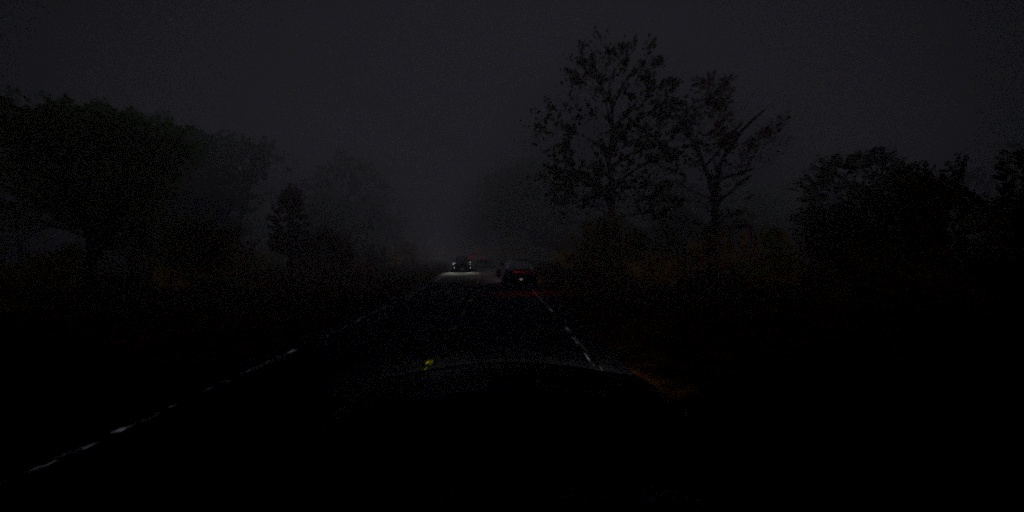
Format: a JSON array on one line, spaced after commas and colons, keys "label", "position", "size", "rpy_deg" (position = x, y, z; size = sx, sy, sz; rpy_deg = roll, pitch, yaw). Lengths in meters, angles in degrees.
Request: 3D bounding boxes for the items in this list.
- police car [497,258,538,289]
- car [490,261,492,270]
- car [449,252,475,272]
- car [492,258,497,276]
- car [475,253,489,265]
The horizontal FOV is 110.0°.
[{"label": "police car", "position": [0.323, 0.962, 21.087], "size": [1.930, 1.638, 5.238], "rpy_deg": [0, 1, -4]}, {"label": "car", "position": [-1.095, 0.897, 37.039], "size": [1.812, 1.442, 4.674], "rpy_deg": [0, 1, -7]}, {"label": "car", "position": [-5.308, 0.736, 38.331], "size": [2.097, 1.767, 4.553], "rpy_deg": [0, 1, -7]}, {"label": "car", "position": [-0.461, 0.959, 31.025], "size": [1.812, 1.442, 4.674], "rpy_deg": [0, 1, -5]}, {"label": "car", "position": [-4.839, 0.657, 56.538], "size": [1.882, 1.535, 5.008], "rpy_deg": [0, 1, -10]}]
